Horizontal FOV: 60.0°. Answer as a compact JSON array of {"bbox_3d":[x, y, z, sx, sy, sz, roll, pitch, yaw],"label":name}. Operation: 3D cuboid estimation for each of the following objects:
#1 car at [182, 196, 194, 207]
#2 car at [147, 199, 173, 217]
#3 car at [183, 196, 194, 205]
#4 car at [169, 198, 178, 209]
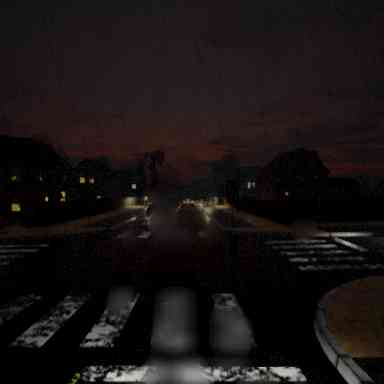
[{"bbox_3d":[-0.635,1.763,55.822,1.895,1.301,4.718,0,0,-1],"label":"car"},{"bbox_3d":[-3.111,1.604,31.453,1.994,1.385,4.181,0,0,-1],"label":"car"},{"bbox_3d":[-0.809,1.592,65.791,2.097,1.767,4.553,0,0,-2],"label":"car"},{"bbox_3d":[-3.298,1.637,44.068,2.033,1.411,5.357,0,0,-1],"label":"car"}]
